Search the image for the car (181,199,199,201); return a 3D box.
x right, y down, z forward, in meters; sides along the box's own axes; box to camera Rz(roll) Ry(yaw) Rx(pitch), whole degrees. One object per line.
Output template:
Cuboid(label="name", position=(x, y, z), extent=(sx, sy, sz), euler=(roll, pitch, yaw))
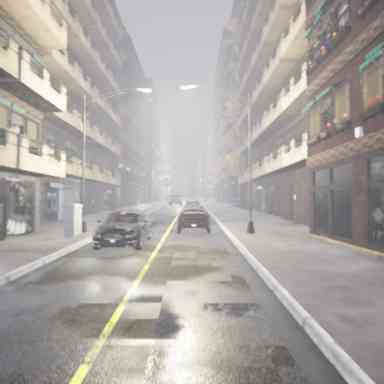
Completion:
Cuboid(label="car", position=(0.098, 1.555, 41.585), extent=(2.128, 1.511, 4.902), euler=(0, 0, 0))

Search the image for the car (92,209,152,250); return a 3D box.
Cuboid(label="car", position=(-2.851, 1.518, 14.368), extent=(1.837, 1.490, 4.892), euler=(0, 0, 0))

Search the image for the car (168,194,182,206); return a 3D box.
Cuboid(label="car", position=(-2.799, 1.317, 56.530), extent=(2.150, 2.045, 5.566), euler=(0, 0, 1))

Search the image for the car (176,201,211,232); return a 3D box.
Cuboid(label="car", position=(0.101, 1.527, 20.167), extent=(1.837, 1.490, 4.892), euler=(0, 0, 0))
